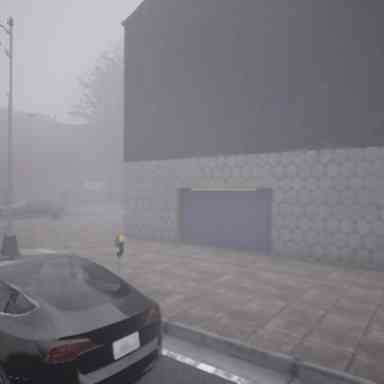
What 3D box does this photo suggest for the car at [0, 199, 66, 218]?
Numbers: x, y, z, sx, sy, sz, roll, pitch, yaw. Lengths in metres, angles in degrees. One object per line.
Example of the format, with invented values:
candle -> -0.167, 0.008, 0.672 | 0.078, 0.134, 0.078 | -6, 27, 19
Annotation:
car -> -13.284, 1.319, 27.766 | 2.033, 1.411, 5.357 | 1, 0, 36

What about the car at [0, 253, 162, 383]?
car -> -2.336, 1.510, 4.465 | 4.313, 1.339, 1.947 | 1, 0, 35
